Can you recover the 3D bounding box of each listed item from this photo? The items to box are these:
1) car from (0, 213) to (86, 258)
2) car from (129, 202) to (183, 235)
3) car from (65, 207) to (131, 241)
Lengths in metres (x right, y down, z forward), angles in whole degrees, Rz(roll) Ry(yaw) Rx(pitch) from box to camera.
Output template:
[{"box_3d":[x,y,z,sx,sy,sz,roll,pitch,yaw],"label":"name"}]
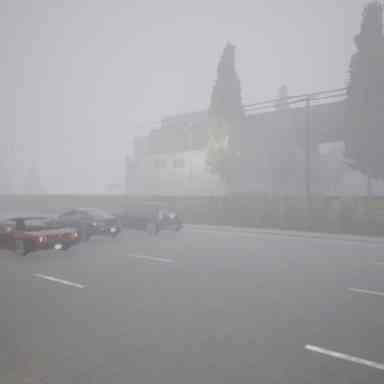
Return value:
[{"box_3d":[-6.425,1.596,12.809,4.718,1.301,1.895,0,0,36],"label":"car"},{"box_3d":[-2.783,1.346,18.815,4.553,1.767,2.097,0,0,36],"label":"car"},{"box_3d":[-5.438,1.520,16.417,4.674,1.442,1.812,0,0,36],"label":"car"}]
